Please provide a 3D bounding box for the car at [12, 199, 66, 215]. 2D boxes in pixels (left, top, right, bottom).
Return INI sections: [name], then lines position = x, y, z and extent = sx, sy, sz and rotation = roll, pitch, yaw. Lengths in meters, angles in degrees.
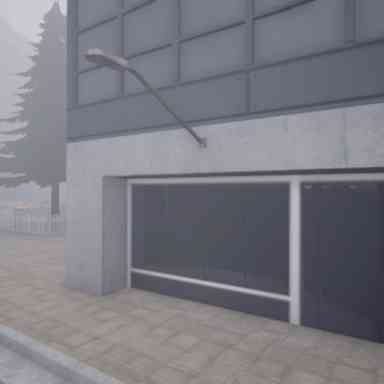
[car]
position = -13.731, 1.394, 30.330
extent = 1.882, 1.535, 5.008
rotation = 0, 0, 34
